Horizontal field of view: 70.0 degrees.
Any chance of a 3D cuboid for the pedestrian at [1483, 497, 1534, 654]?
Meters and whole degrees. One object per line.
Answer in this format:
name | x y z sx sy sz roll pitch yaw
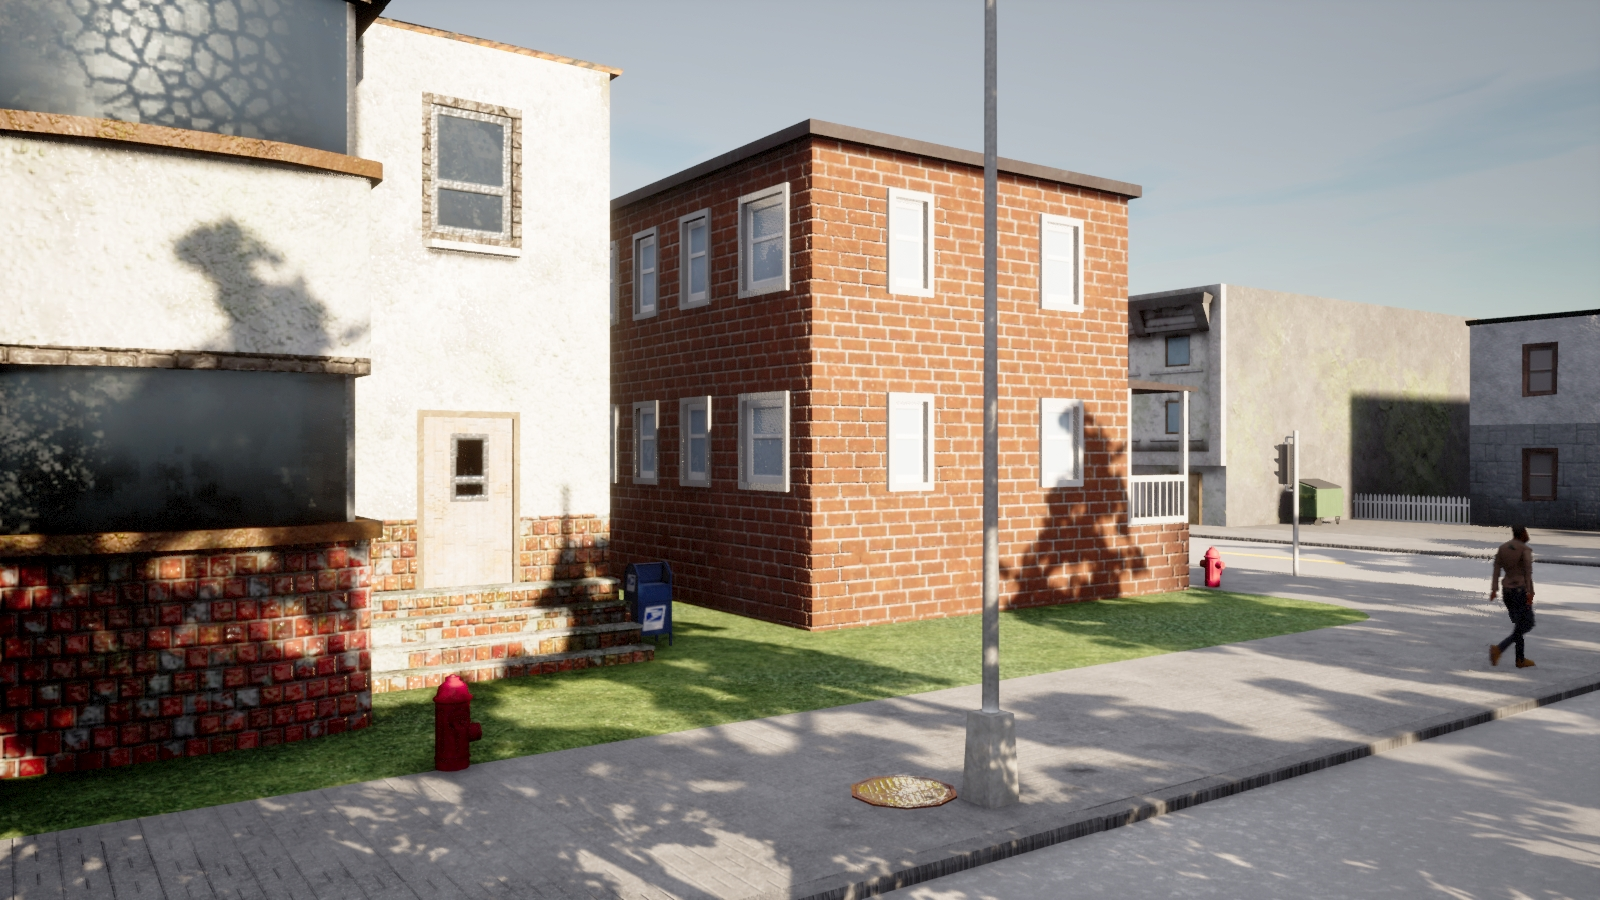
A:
pedestrian | 8.650 1.517 13.949 0.375 1.860 0.375 0 0 -14
